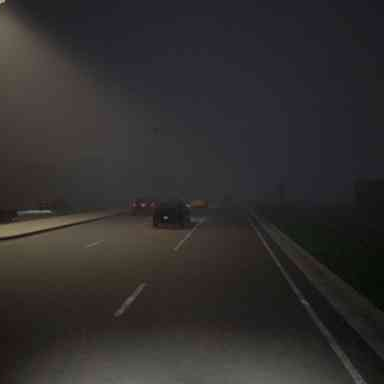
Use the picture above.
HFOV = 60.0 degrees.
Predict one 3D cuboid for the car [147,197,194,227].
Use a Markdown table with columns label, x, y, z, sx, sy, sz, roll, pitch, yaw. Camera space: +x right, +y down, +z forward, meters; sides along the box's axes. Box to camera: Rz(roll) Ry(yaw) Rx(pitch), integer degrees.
| label | x | y | z | sx | sy | sz | roll | pitch | yaw |
| --- | --- | --- | --- | --- | --- | --- | --- | --- | --- |
| car | -1.231 | 1.319 | 21.628 | 1.882 | 1.535 | 5.008 | 0 | 0 | 6 |

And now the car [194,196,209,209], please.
| label | x | y | z | sx | sy | sz | roll | pitch | yaw |
| --- | --- | --- | --- | --- | --- | --- | --- | --- | --- |
| car | 1.015 | 1.192 | 41.284 | 1.882 | 1.535 | 5.008 | 0 | 1 | 7 |

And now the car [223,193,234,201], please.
| label | x | y | z | sx | sy | sz | roll | pitch | yaw |
| --- | --- | --- | --- | --- | --- | --- | --- | --- | --- |
| car | 7.400 | 1.066 | 67.087 | 2.128 | 1.511 | 4.902 | 0 | 0 | 7 |

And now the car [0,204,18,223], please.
| label | x | y | z | sx | sy | sz | roll | pitch | yaw |
| --- | --- | --- | --- | --- | --- | --- | --- | --- | --- |
| car | -13.124 | 1.387 | 20.704 | 1.895 | 1.301 | 4.718 | 0 | 0 | 7 |

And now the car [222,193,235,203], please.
| label | x | y | z | sx | sy | sz | roll | pitch | yaw |
| --- | --- | --- | --- | --- | --- | --- | --- | --- | --- |
| car | 6.361 | 0.977 | 58.032 | 2.097 | 1.767 | 4.553 | 0 | 0 | 7 |

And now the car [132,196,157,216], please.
| label | x | y | z | sx | sy | sz | roll | pitch | yaw |
| --- | --- | --- | --- | --- | --- | --- | --- | --- | --- |
| car | -3.826 | 1.123 | 29.777 | 2.097 | 1.767 | 4.553 | 0 | 0 | 6 |

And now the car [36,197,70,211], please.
| label | x | y | z | sx | sy | sz | roll | pitch | yaw |
| --- | --- | --- | --- | --- | --- | --- | --- | --- | --- |
| car | -14.904 | 1.235 | 35.813 | 1.994 | 1.385 | 4.181 | 0 | 0 | 7 |
